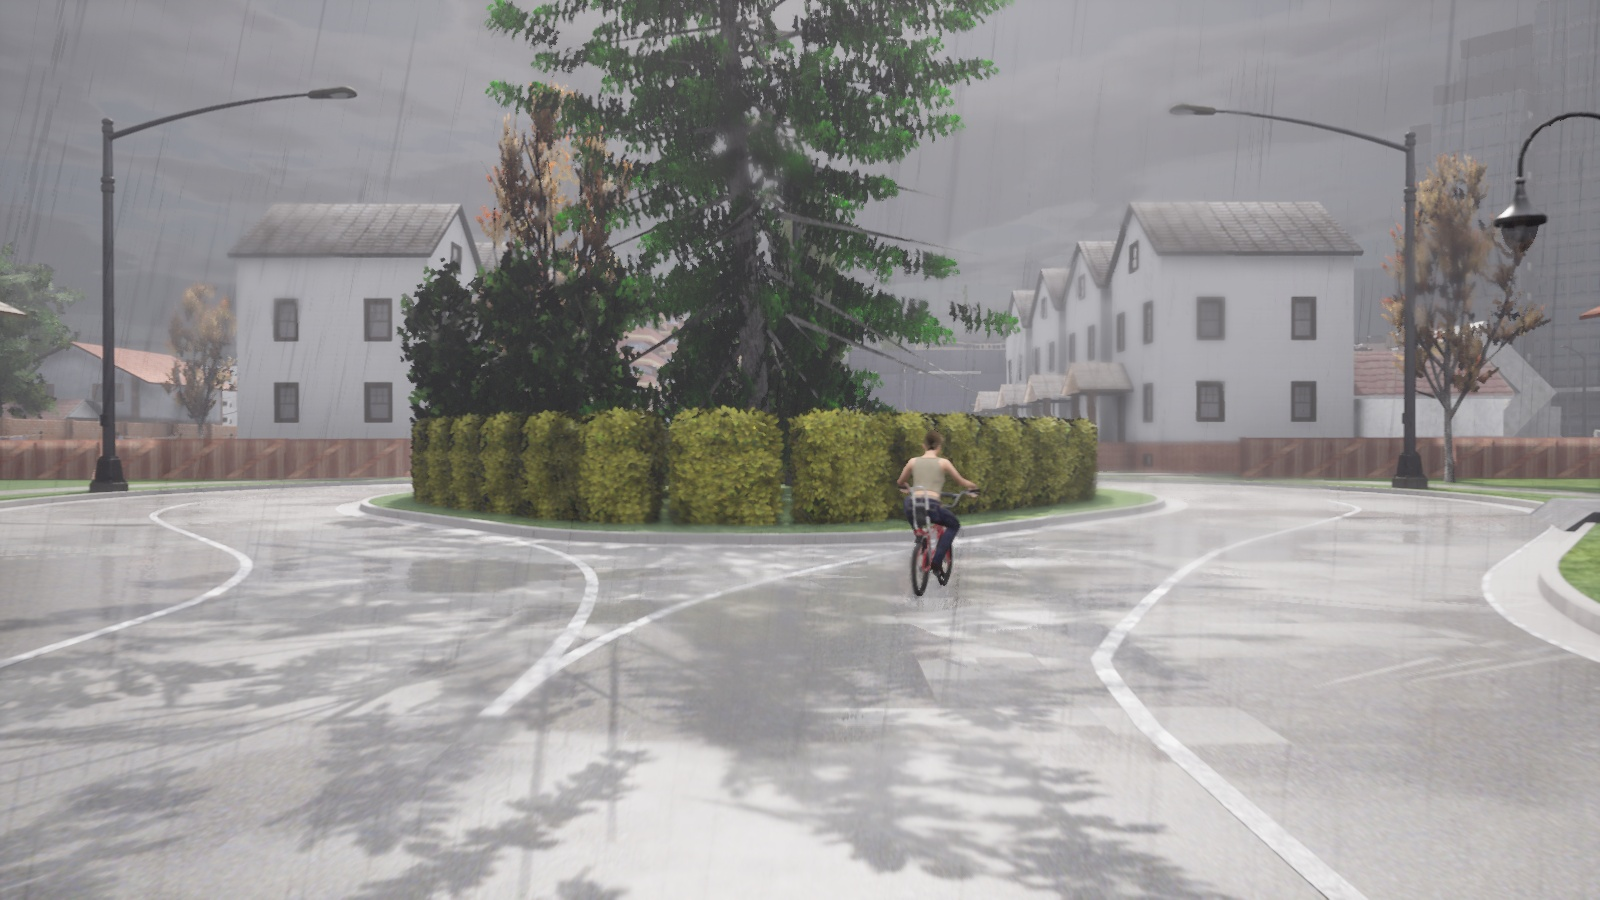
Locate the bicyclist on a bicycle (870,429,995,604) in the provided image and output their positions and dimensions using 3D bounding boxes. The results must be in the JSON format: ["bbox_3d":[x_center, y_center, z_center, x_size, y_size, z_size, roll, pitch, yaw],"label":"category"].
[{"bbox_3d":[1.349,0.613,12.548,0.866,1.612,1.509,1,1,20],"label":"bicyclist on a bicycle"}]
